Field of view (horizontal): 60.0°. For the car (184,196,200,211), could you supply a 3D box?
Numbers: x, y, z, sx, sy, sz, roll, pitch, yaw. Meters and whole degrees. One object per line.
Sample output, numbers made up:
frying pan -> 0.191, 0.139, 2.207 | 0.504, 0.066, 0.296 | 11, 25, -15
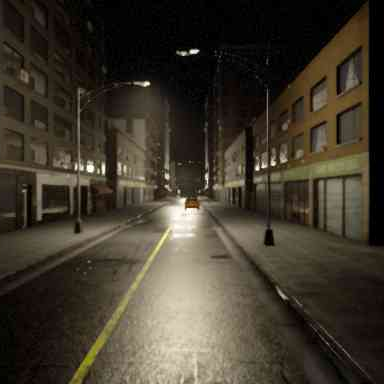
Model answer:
car -> 0.014, 1.462, 41.200 | 1.882, 1.535, 5.008 | 0, 0, 0

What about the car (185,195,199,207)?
car -> 0.021, 1.332, 51.959 | 2.097, 1.767, 4.553 | 0, 0, 0
